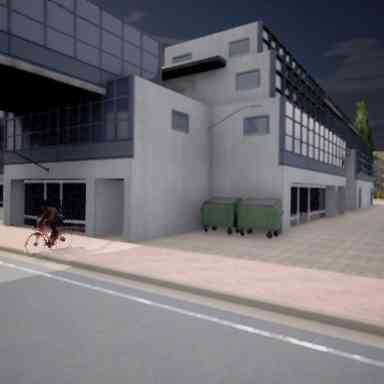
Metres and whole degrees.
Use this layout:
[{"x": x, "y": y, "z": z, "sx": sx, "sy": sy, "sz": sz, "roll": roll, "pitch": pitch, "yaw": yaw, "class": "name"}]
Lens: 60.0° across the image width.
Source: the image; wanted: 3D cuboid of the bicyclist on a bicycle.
[{"x": -4.581, "y": 1.143, "z": 10.713, "sx": 0.582, "sy": 1.620, "sz": 1.656, "roll": 1, "pitch": 2, "yaw": 34, "class": "bicyclist on a bicycle"}]
